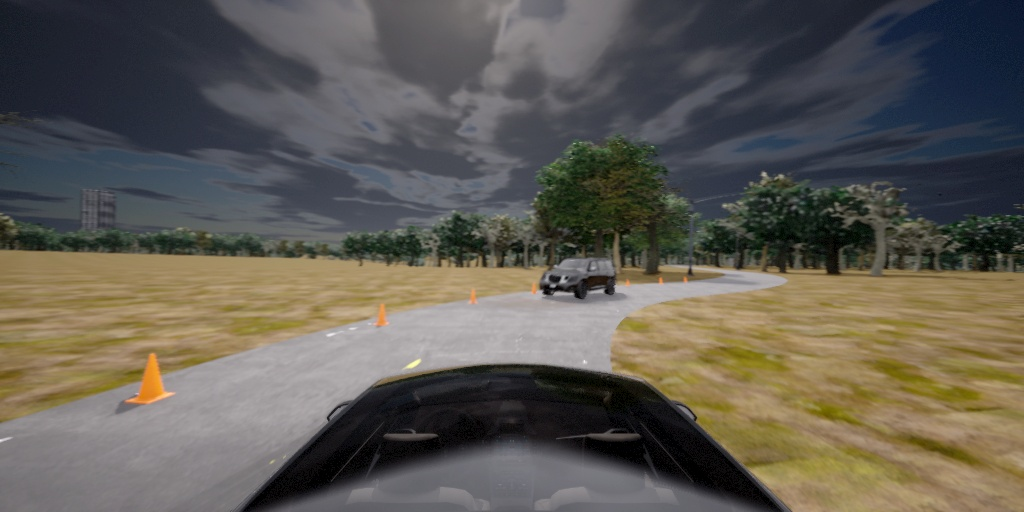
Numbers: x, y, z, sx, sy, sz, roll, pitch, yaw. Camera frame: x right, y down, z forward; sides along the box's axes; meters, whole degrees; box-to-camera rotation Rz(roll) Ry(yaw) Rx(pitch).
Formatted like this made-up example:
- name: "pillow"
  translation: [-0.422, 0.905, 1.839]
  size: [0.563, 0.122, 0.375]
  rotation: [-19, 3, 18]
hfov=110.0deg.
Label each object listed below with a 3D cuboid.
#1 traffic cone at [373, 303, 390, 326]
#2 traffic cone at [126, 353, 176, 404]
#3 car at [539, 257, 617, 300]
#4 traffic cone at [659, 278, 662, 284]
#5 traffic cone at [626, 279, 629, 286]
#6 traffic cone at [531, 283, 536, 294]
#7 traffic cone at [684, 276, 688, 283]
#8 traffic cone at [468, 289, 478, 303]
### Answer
- name: "traffic cone"
  translation: [-3.666, 1.626, 10.099]
  size: [0.340, 0.580, 0.340]
  rotation: [0, 0, 17]
- name: "traffic cone"
  translation: [-4.782, 1.590, 4.755]
  size: [0.340, 0.580, 0.340]
  rotation: [0, 0, 7]
- name: "car"
  translation: [3.703, 1.103, 19.229]
  size: [2.150, 2.045, 5.566]
  rotation: [1, 0, 39]
- name: "traffic cone"
  translation: [12.626, 2.094, 30.406]
  size: [0.340, 0.580, 0.340]
  rotation: [0, 0, -40]
- name: "traffic cone"
  translation: [8.803, 1.986, 27.275]
  size: [0.340, 0.580, 0.340]
  rotation: [0, 0, -39]
- name: "traffic cone"
  translation: [1.208, 1.769, 19.822]
  size: [0.340, 0.580, 0.340]
  rotation: [0, 0, 37]
- name: "traffic cone"
  translation: [16.261, 2.192, 33.642]
  size: [0.340, 0.580, 0.340]
  rotation: [0, 0, -43]
- name: "traffic cone"
  translation: [-1.650, 1.686, 15.171]
  size: [0.340, 0.580, 0.340]
  rotation: [0, 0, 27]
